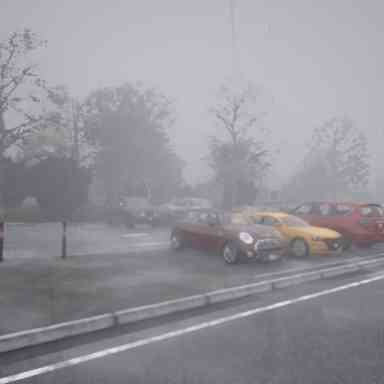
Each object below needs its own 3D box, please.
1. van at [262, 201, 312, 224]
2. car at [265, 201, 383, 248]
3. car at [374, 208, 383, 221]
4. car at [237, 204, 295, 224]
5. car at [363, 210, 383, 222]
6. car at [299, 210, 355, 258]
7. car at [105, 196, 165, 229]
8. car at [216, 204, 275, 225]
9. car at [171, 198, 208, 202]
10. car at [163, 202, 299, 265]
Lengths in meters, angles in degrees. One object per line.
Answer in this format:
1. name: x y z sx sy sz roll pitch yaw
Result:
1. van: 9.297 1.937 32.860 1.878 1.987 4.442 3 -2 -36
2. car: 6.005 1.451 15.545 2.435 2.045 5.566 2 -1 -36
3. car: 28.642 3.273 46.948 2.185 1.767 4.553 4 -2 -35
4. car: 6.847 2.047 31.469 1.946 1.575 5.366 3 -2 -36
5. car: 26.092 3.257 45.056 2.002 1.452 4.674 4 -2 -36
6. car: 3.654 1.621 13.807 2.097 1.535 5.008 2 -1 -36
7. car: -4.234 1.346 23.199 2.435 2.045 5.566 2 -1 -36
8. car: 4.688 1.946 29.916 1.946 1.575 5.366 2 -1 -36
9. car: 0.183 1.501 26.409 2.435 2.045 5.566 2 -1 -36
10. car: 1.187 1.413 12.046 2.185 1.767 4.553 2 -1 -36
